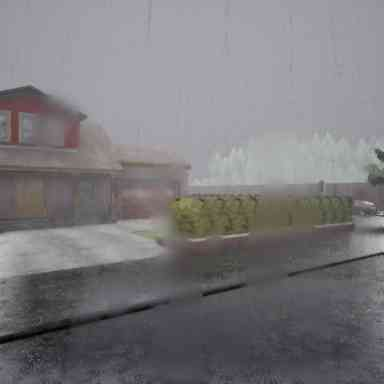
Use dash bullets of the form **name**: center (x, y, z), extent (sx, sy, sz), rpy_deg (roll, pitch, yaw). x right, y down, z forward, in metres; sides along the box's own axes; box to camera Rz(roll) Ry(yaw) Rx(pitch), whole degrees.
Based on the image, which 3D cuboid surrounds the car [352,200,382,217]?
- **car**: center (14.646, 1.464, 30.332), extent (1.812, 1.442, 4.674), rpy_deg (0, 0, -36)
